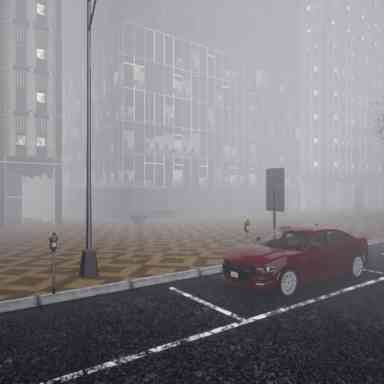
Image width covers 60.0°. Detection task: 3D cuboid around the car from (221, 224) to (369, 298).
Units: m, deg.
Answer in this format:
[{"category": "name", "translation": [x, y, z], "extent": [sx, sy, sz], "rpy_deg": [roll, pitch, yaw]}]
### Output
[{"category": "car", "translation": [2.748, 1.545, 8.527], "extent": [4.507, 1.381, 1.887], "rpy_deg": [0, 0, -36]}]
